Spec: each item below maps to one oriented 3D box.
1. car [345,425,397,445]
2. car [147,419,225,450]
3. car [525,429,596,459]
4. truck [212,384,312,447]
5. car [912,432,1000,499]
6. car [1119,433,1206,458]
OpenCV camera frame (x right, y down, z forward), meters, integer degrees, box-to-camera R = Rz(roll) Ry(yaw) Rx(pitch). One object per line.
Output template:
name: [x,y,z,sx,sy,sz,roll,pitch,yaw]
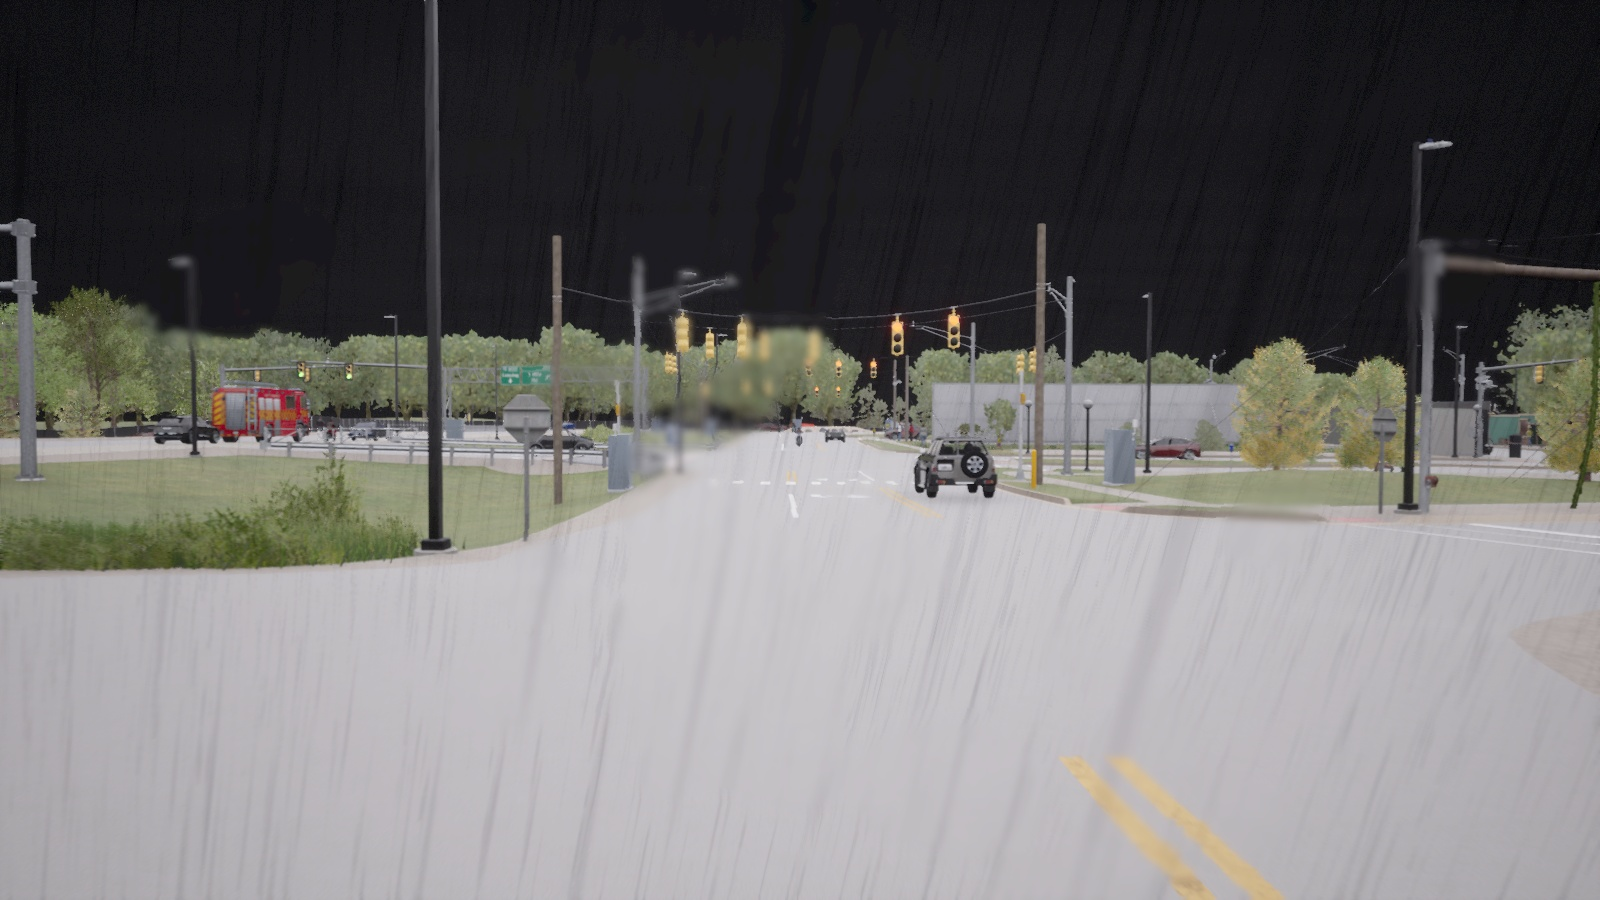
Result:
car: [-31.041,-1.127,90.965,2.033,1.411,5.357,0,1,-1]
car: [-34.270,-0.887,70.222,2.033,1.649,4.856,0,1,-1]
car: [-13.269,-0.346,69.752,3.705,1.549,1.789,0,2,-4]
truck: [-34.416,-2.154,80.731,2.891,3.827,8.468,0,1,-1]
car: [4.534,0.391,37.163,1.932,1.855,4.605,0,1,-1]
car: [22.644,-0.271,78.669,4.792,1.488,2.163,0,2,-1]
